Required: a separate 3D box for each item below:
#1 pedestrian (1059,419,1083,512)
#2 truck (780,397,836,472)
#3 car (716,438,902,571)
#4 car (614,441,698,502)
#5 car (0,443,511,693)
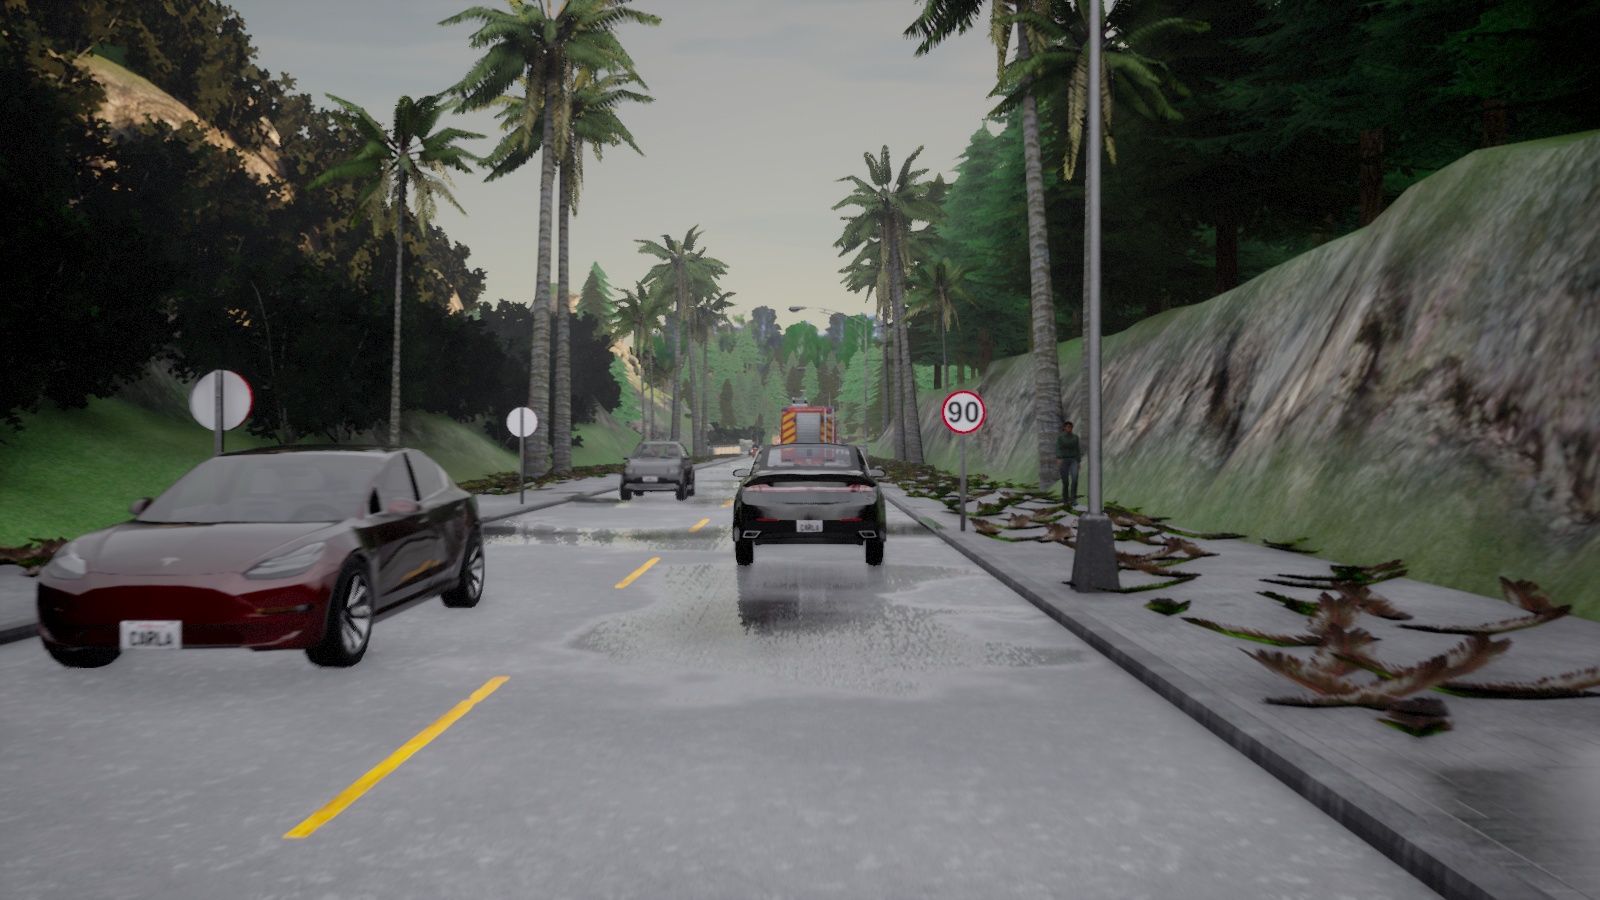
[{"bbox_3d":[5.479,0.309,25.417,0.353,1.847,0.614,0,0,0],"label":"pedestrian"},{"bbox_3d":[0.433,-0.804,68.458,2.891,3.827,8.468,0,0,0],"label":"truck"},{"bbox_3d":[0.120,0.608,16.788,2.128,1.511,4.902,0,0,0],"label":"car"},{"bbox_3d":[-3.778,0.532,33.443,1.789,1.549,3.705,0,0,0],"label":"car"},{"bbox_3d":[-3.920,0.688,9.865,2.163,1.488,4.792,0,0,0],"label":"car"}]
